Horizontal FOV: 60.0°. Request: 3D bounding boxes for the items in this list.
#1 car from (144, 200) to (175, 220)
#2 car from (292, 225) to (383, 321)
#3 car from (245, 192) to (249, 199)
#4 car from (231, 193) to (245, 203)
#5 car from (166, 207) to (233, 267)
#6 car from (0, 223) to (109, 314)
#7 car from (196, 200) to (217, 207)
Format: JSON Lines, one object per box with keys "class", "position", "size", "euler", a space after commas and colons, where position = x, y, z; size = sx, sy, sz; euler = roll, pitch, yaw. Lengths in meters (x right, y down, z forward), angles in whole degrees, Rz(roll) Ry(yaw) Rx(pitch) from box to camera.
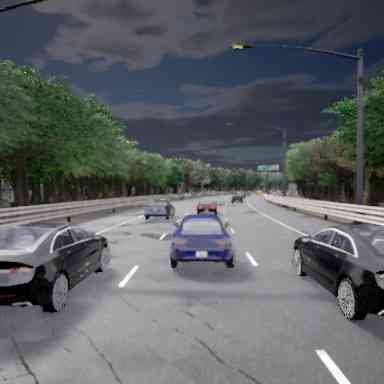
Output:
{"class": "car", "position": [-2.458, 1.365, 26.243], "size": [2.033, 1.411, 5.357], "euler": [0, 0, 4]}
{"class": "car", "position": [3.599, 1.448, 7.120], "size": [2.128, 1.511, 4.902], "euler": [0, 0, 1]}
{"class": "car", "position": [12.241, 0.944, 81.988], "size": [2.128, 1.511, 4.902], "euler": [0, 0, 12]}
{"class": "car", "position": [8.054, 1.095, 58.886], "size": [1.837, 1.490, 4.892], "euler": [0, 0, 9]}
{"class": "car", "position": [0.317, 1.451, 11.009], "size": [1.812, 1.442, 4.674], "euler": [0, 0, 2]}
{"class": "car", "position": [-3.276, 1.436, 7.495], "size": [2.128, 1.511, 4.902], "euler": [0, 0, 1]}
{"class": "car", "position": [1.492, 1.381, 32.011], "size": [1.895, 1.301, 4.718], "euler": [0, 0, 5]}
